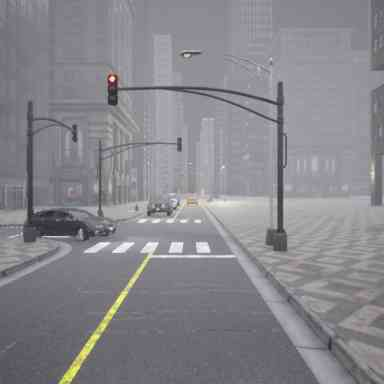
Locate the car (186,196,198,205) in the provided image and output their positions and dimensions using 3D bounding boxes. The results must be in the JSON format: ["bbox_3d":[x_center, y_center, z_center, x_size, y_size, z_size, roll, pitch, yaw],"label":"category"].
[{"bbox_3d":[0.024,1.482,57.596,1.882,1.535,5.008,0,0,0],"label":"car"}]

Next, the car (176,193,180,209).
[{"bbox_3d":[-3.079,1.219,43.366,2.150,2.045,5.566,0,0,0],"label":"car"}]

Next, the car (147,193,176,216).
[{"bbox_3d":[-3.082,1.217,32.918,2.150,2.045,5.566,0,0,0],"label":"car"}]

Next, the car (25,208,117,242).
[{"bbox_3d":[-6.001,1.549,16.435,4.892,1.490,1.837,-2,-2,22],"label":"car"}]
